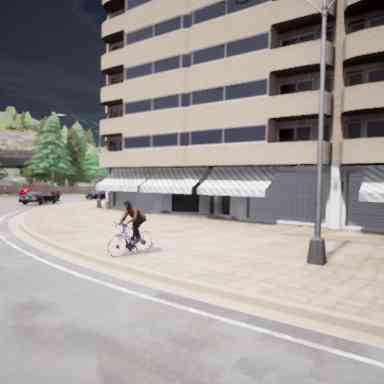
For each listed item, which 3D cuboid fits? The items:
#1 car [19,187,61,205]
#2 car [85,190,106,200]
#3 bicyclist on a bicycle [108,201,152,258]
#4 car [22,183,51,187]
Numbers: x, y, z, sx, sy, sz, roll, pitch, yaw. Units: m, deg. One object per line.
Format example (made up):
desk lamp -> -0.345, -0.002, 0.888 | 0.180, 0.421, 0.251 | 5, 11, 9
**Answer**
car -> -15.247, 0.531, 33.479 | 2.033, 1.411, 5.357 | 1, 1, 2
car -> -12.450, 0.416, 45.856 | 1.895, 1.301, 4.718 | 2, 1, 25
bicyclist on a bicycle -> -1.768, 1.072, 9.744 | 0.582, 1.620, 1.656 | 2, 2, 41
car -> -18.002, 0.014, 39.665 | 2.150, 2.045, 5.566 | 1, 1, 10
